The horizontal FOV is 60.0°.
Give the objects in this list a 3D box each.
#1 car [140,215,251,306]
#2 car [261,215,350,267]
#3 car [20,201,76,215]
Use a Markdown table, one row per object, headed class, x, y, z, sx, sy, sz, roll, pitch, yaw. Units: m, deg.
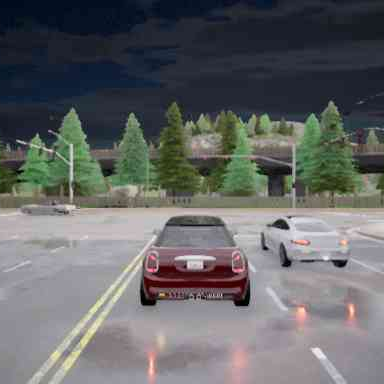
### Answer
| class | x | y | z | sx | sy | sz | roll | pitch | yaw |
| --- | --- | --- | --- | --- | --- | --- | --- | --- | --- |
| car | 0.077 | 1.343 | 8.157 | 2.097 | 1.767 | 4.553 | 0 | 0 | 1 |
| car | 3.594 | 1.514 | 11.205 | 1.812 | 1.442 | 4.674 | 0 | 0 | 0 |
| car | -13.624 | 1.512 | 31.379 | 4.718 | 1.301 | 1.895 | 0 | 0 | 6 |
